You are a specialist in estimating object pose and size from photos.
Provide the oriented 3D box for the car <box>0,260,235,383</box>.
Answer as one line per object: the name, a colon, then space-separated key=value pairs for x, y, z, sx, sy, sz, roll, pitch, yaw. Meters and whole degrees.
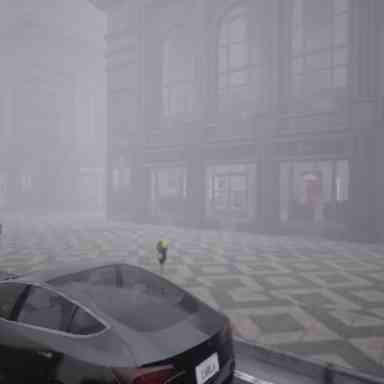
car: x=-1.560 y=1.544 z=4.070 sx=4.313 sy=1.339 sz=1.947 roll=0 pitch=0 yaw=35
